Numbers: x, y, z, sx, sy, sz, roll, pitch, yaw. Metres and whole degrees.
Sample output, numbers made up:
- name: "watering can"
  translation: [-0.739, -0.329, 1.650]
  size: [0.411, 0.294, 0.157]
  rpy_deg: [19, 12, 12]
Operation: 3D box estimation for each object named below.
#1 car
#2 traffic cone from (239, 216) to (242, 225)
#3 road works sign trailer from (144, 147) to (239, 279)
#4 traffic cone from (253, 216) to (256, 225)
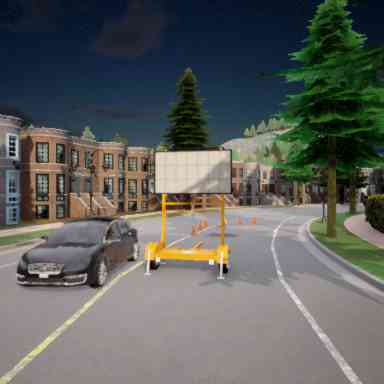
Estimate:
- name: "car"
  translation: [-2.853, 1.505, 9.380]
  size: [1.837, 1.490, 4.892]
  rpy_deg: [0, 0, 6]
- name: "traffic cone"
  translation: [3.266, 1.954, 22.776]
  size: [0.340, 0.580, 0.340]
  rpy_deg: [0, 0, 12]
- name: "road works sign trailer"
  translation: [0.058, 0.464, 10.169]
  size: [2.380, 3.560, 2.880]
  rpy_deg: [0, 0, 12]
- name: "traffic cone"
  translation: [4.243, 1.955, 22.569]
  size: [0.340, 0.580, 0.340]
  rpy_deg: [0, 0, 12]
